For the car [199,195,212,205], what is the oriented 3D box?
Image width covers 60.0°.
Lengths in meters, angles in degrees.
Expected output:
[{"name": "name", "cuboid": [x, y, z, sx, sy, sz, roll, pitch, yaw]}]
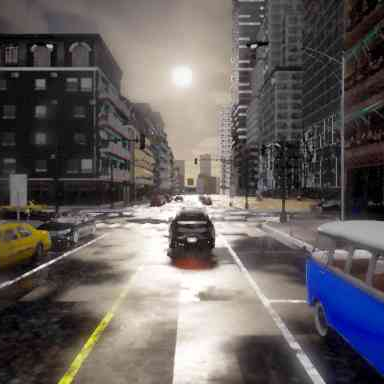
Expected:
[{"name": "car", "cuboid": [2.646, 1.542, 59.105, 1.887, 1.381, 4.507, -1, 0, 0]}]

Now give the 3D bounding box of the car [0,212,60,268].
[{"name": "car", "cuboid": [-5.701, 1.521, 9.499, 1.752, 1.417, 4.829, -1, 0, 0]}]

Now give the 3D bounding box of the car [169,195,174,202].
[{"name": "car", "cuboid": [-5.704, 1.315, 70.347, 2.192, 1.841, 5.009, -1, 0, 0]}]

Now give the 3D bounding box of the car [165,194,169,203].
[{"name": "car", "cuboid": [-5.703, 1.437, 59.048, 1.967, 1.590, 4.097, -1, 0, 0]}]

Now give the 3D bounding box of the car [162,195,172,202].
[{"name": "car", "cuboid": [-5.703, 1.443, 75.994, 1.967, 1.590, 4.097, -1, 0, 0]}]

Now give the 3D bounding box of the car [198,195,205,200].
[{"name": "car", "cuboid": [2.646, 1.555, 92.999, 1.887, 1.381, 4.507, -1, 0, 0]}]

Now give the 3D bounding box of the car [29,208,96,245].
[{"name": "car", "cuboid": [-5.701, 1.545, 15.333, 2.008, 1.369, 4.403, -1, 0, 0]}]

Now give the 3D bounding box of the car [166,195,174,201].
[{"name": "car", "cuboid": [-5.701, 1.589, 87.293, 1.802, 1.307, 4.206, -1, 0, 0]}]

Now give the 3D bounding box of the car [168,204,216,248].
[{"name": "car", "cuboid": [0.001, 1.512, 14.652, 1.837, 1.490, 4.892, 0, 0, 0]}]

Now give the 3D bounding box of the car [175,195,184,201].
[{"name": "car", "cuboid": [-3.000, 1.487, 78.182, 1.994, 1.385, 4.181, 0, 0, 0]}]

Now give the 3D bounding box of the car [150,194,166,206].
[{"name": "car", "cuboid": [-5.701, 1.540, 53.399, 1.887, 1.381, 4.507, -1, 0, 0]}]

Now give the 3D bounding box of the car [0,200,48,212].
[{"name": "car", "cuboid": [-17.884, 1.495, 35.304, 4.829, 1.417, 1.752, 0, 1, 0]}]

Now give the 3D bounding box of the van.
[{"name": "van", "cuboid": [2.676, 1.338, 3.969, 1.690, 1.788, 3.998, -1, 0, 0]}]

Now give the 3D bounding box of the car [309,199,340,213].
[{"name": "car", "cuboid": [14.674, 1.464, 35.358, 4.313, 1.339, 1.947, 0, 1, 0]}]
